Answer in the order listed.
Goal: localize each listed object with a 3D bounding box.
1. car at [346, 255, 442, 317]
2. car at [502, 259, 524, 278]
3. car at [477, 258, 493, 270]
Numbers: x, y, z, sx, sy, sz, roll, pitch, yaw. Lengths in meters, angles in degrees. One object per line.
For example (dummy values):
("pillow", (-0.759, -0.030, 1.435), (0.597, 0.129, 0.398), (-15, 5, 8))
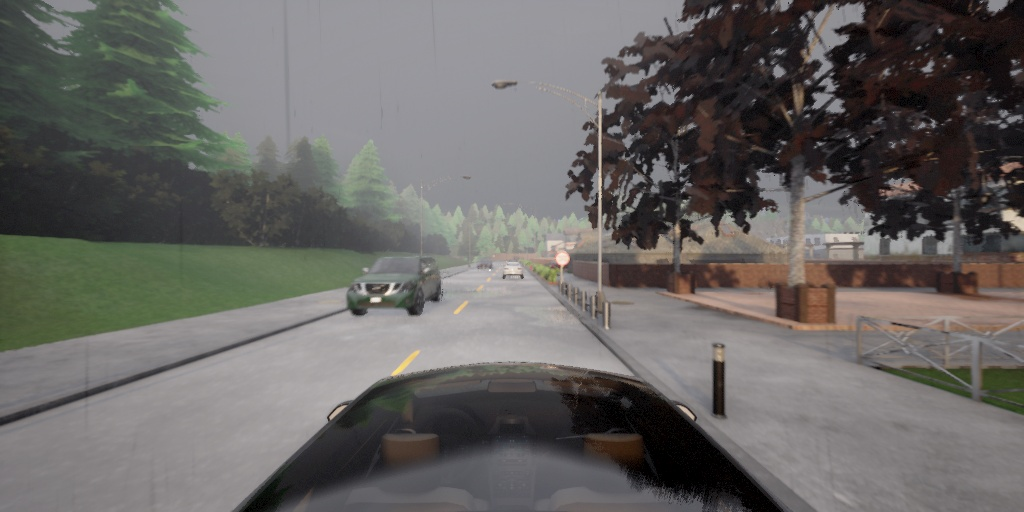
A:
("car", (-4.099, 0.975, 13.547), (2.150, 2.045, 5.566), (0, 0, 0))
("car", (0.098, 1.281, 34.035), (1.812, 1.442, 4.674), (0, 0, 0))
("car", (-4.060, 1.111, 53.919), (2.097, 1.767, 4.553), (0, 0, 0))
